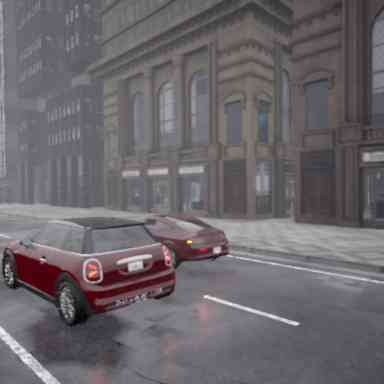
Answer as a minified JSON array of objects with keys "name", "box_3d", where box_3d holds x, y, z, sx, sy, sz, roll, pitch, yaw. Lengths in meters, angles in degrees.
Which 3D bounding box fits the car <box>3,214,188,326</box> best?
[{"name":"car","box_3d":[-2.488,1.325,7.367,2.097,1.767,4.553,-2,1,-45]}]

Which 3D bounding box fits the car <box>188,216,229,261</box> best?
[{"name":"car","box_3d":[-0.935,1.430,10.777,1.812,1.442,4.674,-2,1,-45]}]
